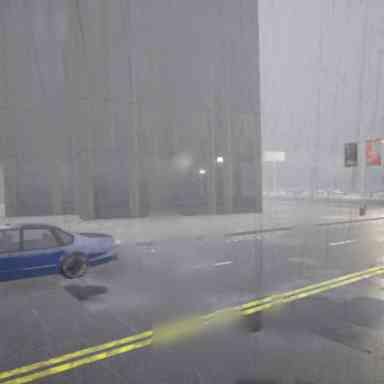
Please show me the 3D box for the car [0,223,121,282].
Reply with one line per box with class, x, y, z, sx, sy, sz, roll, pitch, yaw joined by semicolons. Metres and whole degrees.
car;-4.569;1.539;8.405;5.357;1.411;2.033;-1;0;-35
